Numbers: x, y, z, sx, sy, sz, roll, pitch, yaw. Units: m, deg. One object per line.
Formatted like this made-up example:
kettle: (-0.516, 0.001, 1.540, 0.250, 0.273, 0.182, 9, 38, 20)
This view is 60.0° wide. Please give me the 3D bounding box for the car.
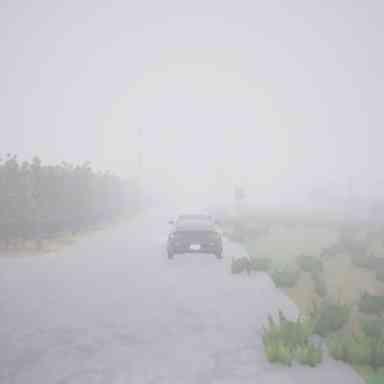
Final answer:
car: (0.090, 1.522, 12.526, 1.812, 1.442, 4.674, 0, 0, 0)
